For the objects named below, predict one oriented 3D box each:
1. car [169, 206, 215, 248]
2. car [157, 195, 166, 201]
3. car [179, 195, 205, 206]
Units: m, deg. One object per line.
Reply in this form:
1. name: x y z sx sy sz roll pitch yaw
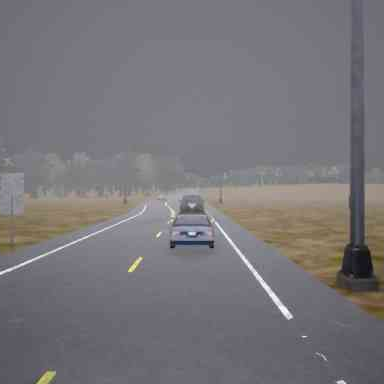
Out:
1. car: 0.000 1.566 14.650 2.033 1.411 5.357 0 0 0
2. car: -7.001 1.362 76.581 1.812 1.442 4.674 0 1 0
3. car: 0.000 1.264 29.684 2.150 2.045 5.566 0 0 0
